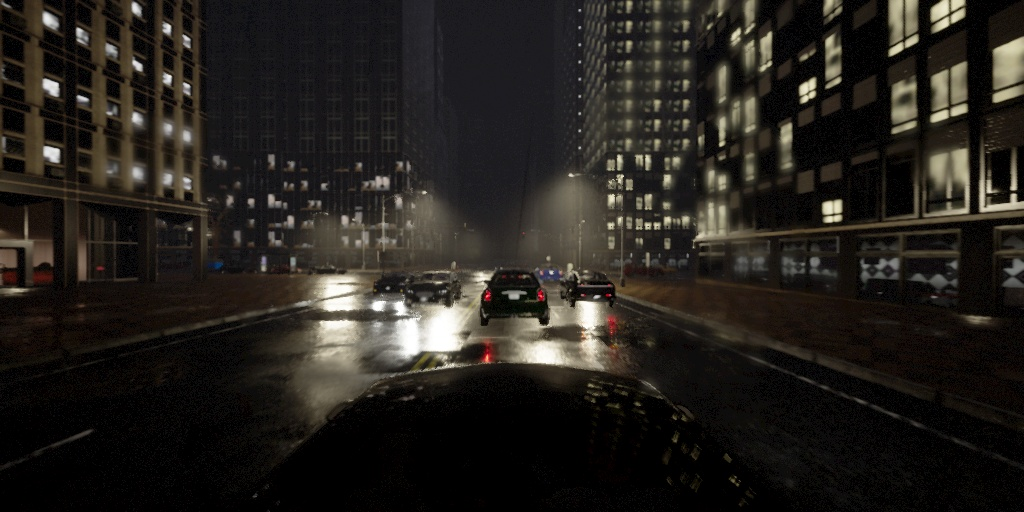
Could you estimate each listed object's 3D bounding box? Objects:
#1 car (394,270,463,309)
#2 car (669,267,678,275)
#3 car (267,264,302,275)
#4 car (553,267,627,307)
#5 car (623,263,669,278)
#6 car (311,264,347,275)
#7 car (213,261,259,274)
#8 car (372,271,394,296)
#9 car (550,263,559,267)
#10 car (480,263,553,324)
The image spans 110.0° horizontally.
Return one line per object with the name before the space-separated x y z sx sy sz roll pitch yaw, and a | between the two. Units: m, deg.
car | -3.388 1.424 16.236 2.128 1.511 4.902 0 -1 0
car | 21.652 2.012 52.625 4.829 1.417 1.751 0 0 1
car | -28.544 1.691 44.850 4.207 1.307 1.802 0 0 1
car | 3.307 1.421 16.438 2.128 1.511 4.902 0 -1 0
car | 16.067 1.787 44.322 5.009 1.841 2.192 0 0 1
car | -22.860 1.722 44.734 4.313 1.339 1.948 0 0 1
car | -34.225 1.628 45.006 4.313 1.339 1.948 0 0 1
car | -6.649 1.558 21.238 1.994 1.385 4.181 0 -1 0
car | 3.262 1.465 31.828 2.097 1.767 4.553 0 -1 0
car | 0.064 1.238 12.658 2.097 1.767 4.553 0 -1 0
